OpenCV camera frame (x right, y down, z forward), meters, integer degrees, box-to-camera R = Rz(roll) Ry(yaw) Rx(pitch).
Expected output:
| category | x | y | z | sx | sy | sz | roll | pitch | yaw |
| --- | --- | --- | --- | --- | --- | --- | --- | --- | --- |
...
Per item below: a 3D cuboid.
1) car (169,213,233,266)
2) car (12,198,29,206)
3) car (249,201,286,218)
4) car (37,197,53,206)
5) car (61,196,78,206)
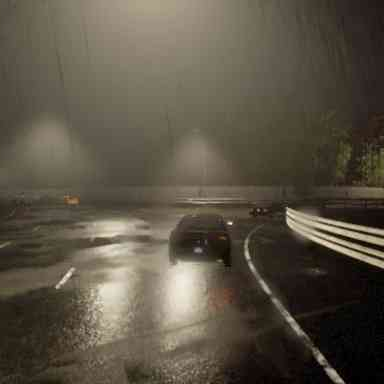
| category | x | y | z | sx | sy | sz | roll | pitch | yaw |
| --- | --- | --- | --- | --- | --- | --- | --- | --- | --- |
| car | 0.413 | 1.476 | 11.684 | 1.882 | 1.535 | 5.008 | 0 | 0 | 5 |
| car | -27.309 | 1.596 | 52.863 | 1.895 | 1.301 | 4.718 | 0 | 0 | -35 |
| car | 6.915 | 1.544 | 29.746 | 2.033 | 1.411 | 5.357 | 0 | 0 | 34 |
| car | -23.840 | 1.485 | 53.949 | 2.128 | 1.511 | 4.902 | 0 | 0 | -35 |
| car | -20.294 | 1.472 | 54.972 | 1.882 | 1.535 | 5.008 | 0 | 0 | -34 |
